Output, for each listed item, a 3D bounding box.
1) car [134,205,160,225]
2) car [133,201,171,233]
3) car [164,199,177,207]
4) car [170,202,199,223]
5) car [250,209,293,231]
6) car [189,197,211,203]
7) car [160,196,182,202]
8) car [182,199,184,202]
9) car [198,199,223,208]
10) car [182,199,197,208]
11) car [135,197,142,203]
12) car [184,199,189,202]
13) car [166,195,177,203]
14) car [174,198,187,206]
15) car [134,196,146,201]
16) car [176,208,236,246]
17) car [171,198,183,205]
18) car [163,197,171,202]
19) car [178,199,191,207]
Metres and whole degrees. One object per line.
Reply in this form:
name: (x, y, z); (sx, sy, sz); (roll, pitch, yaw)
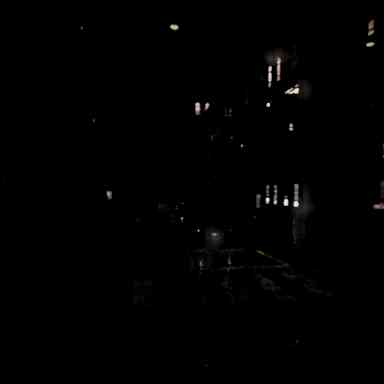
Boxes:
car: (-3.576, 1.730, 25.898); (1.802, 1.307, 4.206); (0, 0, -10)
car: (-2.644, 1.558, 20.428); (1.967, 1.590, 4.097); (0, 0, -10)
car: (-3.918, 1.961, 60.160); (1.895, 1.301, 4.718); (0, 0, -10)
car: (-1.029, 1.720, 25.658); (1.994, 1.385, 4.181); (0, 0, -10)
car: (5.126, 1.737, 21.774); (1.802, 1.307, 4.206); (0, 0, -10)
car: (1.389, 1.593, 43.654); (2.192, 1.841, 5.009); (0, 0, -10)
car: (-2.711, 1.564, 35.614); (2.097, 1.767, 4.553); (0, 0, -10)
car: (-2.258, 1.832, 50.490); (1.812, 1.442, 4.674); (0, 0, -10)
car: (2.324, 1.813, 38.183); (1.947, 1.339, 4.313); (0, 0, -10)
car: (-0.474, 1.921, 54.593); (1.802, 1.307, 4.206); (0, 0, -10)
car: (-13.806, 2.005, 85.901); (1.752, 1.417, 4.829); (0, 0, -10)
car: (0.458, 1.859, 49.123); (2.008, 1.369, 4.403); (0, 0, -10)
car: (-5.139, 1.803, 81.944); (2.192, 1.841, 5.009); (0, 0, -10)
car: (-2.339, 1.964, 65.533); (1.947, 1.339, 4.313); (0, 0, -10)
car: (-9.172, 1.772, 58.719); (1.967, 1.590, 4.097); (0, 0, -10)
car: (0.644, 1.665, 15.858); (1.994, 1.385, 4.181); (0, 0, -10)
car: (-3.272, 1.979, 71.003); (2.008, 1.369, 4.403); (0, 0, -10)
car: (-7.031, 2.073, 93.051); (1.752, 1.417, 4.829); (0, 0, -10)
car: (-1.406, 1.951, 60.063); (1.802, 1.307, 4.206); (0, 0, -10)
